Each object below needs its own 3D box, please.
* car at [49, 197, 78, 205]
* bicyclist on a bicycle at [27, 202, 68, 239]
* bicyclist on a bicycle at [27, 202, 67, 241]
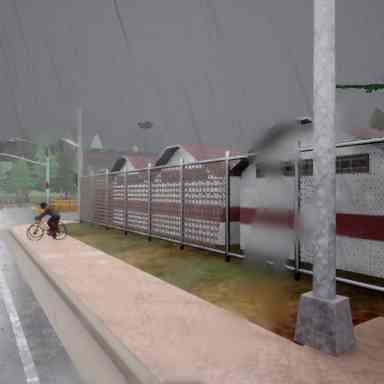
[{"bbox_3d":[-19.428,1.505,50.150,4.892,1.490,1.837,0,0,-35],"label":"car"},{"bbox_3d":[-6.782,1.301,15.612,1.656,1.620,0.582,0,0,-39],"label":"bicyclist on a bicycle"},{"bbox_3d":[-6.268,1.301,14.392,1.656,1.620,0.582,0,0,-14],"label":"bicyclist on a bicycle"}]
